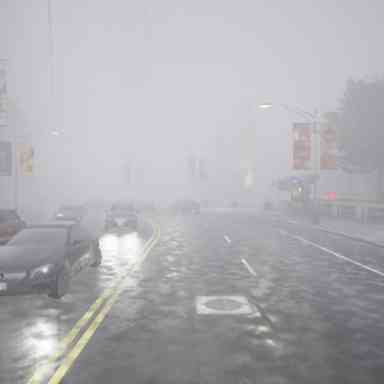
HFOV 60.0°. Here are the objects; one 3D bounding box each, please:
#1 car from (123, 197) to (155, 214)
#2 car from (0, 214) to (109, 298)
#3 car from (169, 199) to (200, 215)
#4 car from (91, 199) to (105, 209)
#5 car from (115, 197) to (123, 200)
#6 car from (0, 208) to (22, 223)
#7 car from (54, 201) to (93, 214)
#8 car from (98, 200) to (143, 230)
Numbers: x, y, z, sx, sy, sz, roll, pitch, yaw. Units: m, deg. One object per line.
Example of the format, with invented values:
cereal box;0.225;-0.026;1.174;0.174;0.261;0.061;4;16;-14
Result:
car;-5.445;1.522;35.347;1.812;1.442;4.674;0;0;-30
car;-3.679;1.525;8.618;1.812;1.442;4.674;0;0;-1
car;-0.835;1.499;33.751;1.837;1.490;4.892;0;-1;-24
car;-12.773;1.596;44.732;4.718;1.301;1.895;0;0;44
car;-9.807;1.487;46.661;2.128;1.511;4.902;0;0;-45
car;-7.218;1.350;10.870;2.097;1.767;4.553;0;0;-1
car;-8.192;1.545;22.713;2.033;1.411;5.357;0;0;-13
car;-4.344;1.488;20.897;2.128;1.511;4.902;0;0;-9
